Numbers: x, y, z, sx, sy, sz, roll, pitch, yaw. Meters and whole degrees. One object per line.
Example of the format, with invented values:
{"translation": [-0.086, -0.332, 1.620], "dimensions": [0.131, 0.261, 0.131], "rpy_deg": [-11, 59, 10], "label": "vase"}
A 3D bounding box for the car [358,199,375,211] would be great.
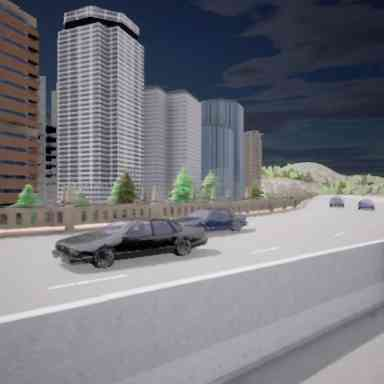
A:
{"translation": [23.176, 1.681, 44.219], "dimensions": [1.812, 1.442, 4.674], "rpy_deg": [0, 0, 25], "label": "car"}

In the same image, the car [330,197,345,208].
{"translation": [22.845, 1.543, 52.412], "dimensions": [2.097, 1.767, 4.553], "rpy_deg": [0, 0, 22], "label": "car"}

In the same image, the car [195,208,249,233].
{"translation": [0.989, 1.628, 18.751], "dimensions": [5.357, 1.411, 2.033], "rpy_deg": [0, 0, -44], "label": "car"}

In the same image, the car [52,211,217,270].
{"translation": [-1.867, 1.601, 11.568], "dimensions": [5.357, 1.411, 2.033], "rpy_deg": [0, 0, -39], "label": "car"}
